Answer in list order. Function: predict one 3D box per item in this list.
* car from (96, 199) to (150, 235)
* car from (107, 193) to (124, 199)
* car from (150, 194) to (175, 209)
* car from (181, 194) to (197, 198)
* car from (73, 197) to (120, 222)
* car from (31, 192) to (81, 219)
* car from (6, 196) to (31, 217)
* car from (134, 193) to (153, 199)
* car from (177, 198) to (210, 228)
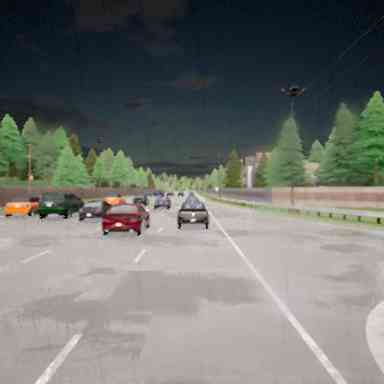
[{"bbox_3d":[-3.426,1.359,17.972,1.882,1.535,5.008,0,0,0],"label":"car"},{"bbox_3d":[-10.466,1.054,45.209,2.097,1.767,4.553,0,0,0],"label":"car"},{"bbox_3d":[-3.457,1.284,39.941,2.033,1.411,5.357,0,0,0],"label":"car"},{"bbox_3d":[0.042,1.283,40.027,2.033,1.411,5.357,0,0,0],"label":"car"},{"bbox_3d":[-6.950,1.363,24.678,1.812,1.442,4.674,0,0,0],"label":"car"},{"bbox_3d":[-10.440,1.044,26.955,2.150,2.045,5.566,0,0,0],"label":"car"},{"bbox_3d":[-13.941,1.164,28.655,2.097,1.767,4.553,0,0,0],"label":"car"},{"bbox_3d":[-6.966,1.205,45.521,1.837,1.490,4.892,0,0,0],"label":"car"},{"bbox_3d":[0.070,1.353,20.830,2.128,1.511,4.902,0,0,0],"label":"car"}]
